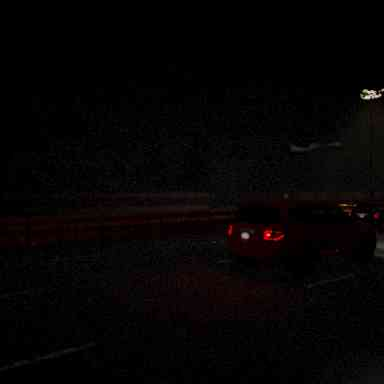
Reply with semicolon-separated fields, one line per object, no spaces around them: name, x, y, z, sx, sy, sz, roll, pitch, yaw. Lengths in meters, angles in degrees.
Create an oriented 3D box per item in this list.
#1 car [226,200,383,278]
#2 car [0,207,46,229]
car;3.606;1.268;10.565;5.566;2.045;2.150;0;0;-36
car;-10.482;1.598;18.009;4.902;1.511;2.128;0;0;-35
